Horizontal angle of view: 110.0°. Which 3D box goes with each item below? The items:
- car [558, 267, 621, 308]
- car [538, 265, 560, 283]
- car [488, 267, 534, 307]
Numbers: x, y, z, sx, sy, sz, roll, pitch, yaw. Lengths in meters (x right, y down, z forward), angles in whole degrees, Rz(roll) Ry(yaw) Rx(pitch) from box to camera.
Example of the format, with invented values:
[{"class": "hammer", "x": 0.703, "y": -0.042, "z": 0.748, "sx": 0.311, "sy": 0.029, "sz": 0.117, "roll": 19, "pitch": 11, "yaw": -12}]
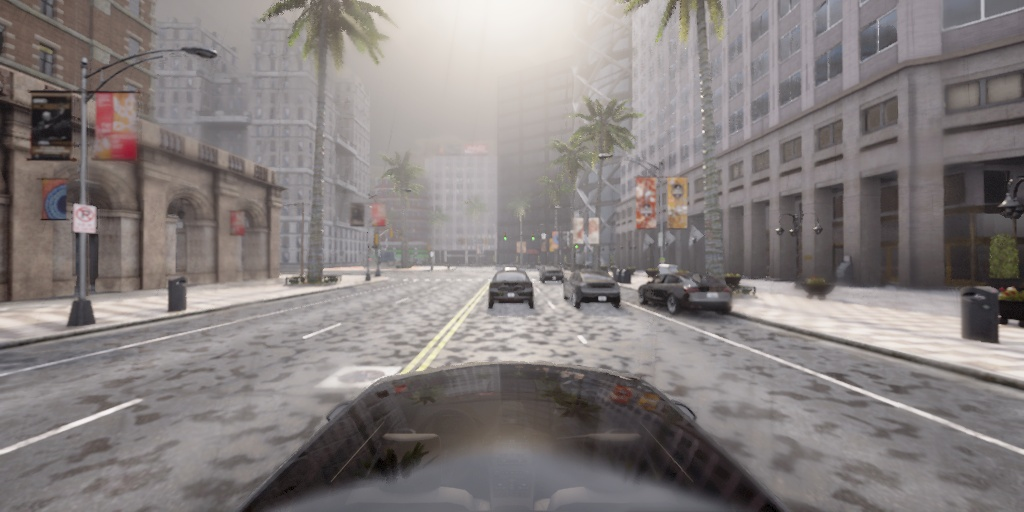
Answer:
[{"class": "car", "x": 3.461, "y": 1.394, "z": 16.166, "sx": 1.837, "sy": 1.490, "sz": 4.892, "roll": 0, "pitch": 0, "yaw": 0}, {"class": "car", "x": 3.389, "y": 1.537, "z": 31.150, "sx": 1.837, "sy": 1.490, "sz": 4.892, "roll": 0, "pitch": 0, "yaw": 0}, {"class": "car", "x": -0.038, "y": 1.366, "z": 16.312, "sx": 1.882, "sy": 1.535, "sz": 5.008, "roll": 0, "pitch": 0, "yaw": 0}]
